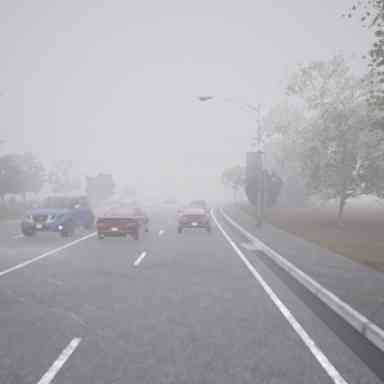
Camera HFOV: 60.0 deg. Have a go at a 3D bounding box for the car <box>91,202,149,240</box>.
[{"bbox_3d":[-3.384,1.477,17.079,1.882,1.535,5.008,0,0,0],"label":"car"}]

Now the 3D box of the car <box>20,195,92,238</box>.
[{"bbox_3d":[-7.060,1.220,18.153,2.150,2.045,5.566,0,0,0],"label":"car"}]

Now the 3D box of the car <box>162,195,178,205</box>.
[{"bbox_3d":[-3.979,1.349,60.525,2.097,1.767,4.553,0,0,10],"label":"car"}]

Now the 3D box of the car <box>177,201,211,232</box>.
[{"bbox_3d":[0.148,1.525,20.019,1.812,1.442,4.674,0,0,0],"label":"car"}]

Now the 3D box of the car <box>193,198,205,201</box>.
[{"bbox_3d":[0.885,1.492,41.009,2.128,1.511,4.902,0,0,4],"label":"car"}]

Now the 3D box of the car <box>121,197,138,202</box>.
[{"bbox_3d":[-9.170,1.521,48.638,1.812,1.442,4.674,0,0,6],"label":"car"}]
